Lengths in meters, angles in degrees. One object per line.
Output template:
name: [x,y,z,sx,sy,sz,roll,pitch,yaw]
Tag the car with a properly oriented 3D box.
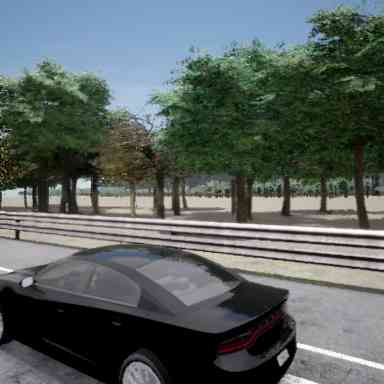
car: [-1.099,1.509,4.780,5.008,1.535,1.882,0,0,36]
